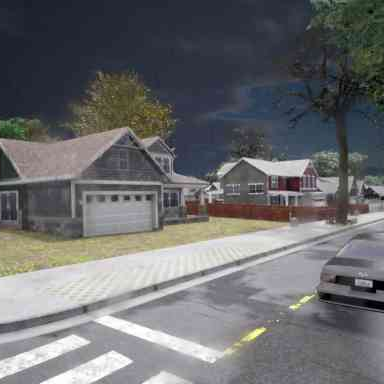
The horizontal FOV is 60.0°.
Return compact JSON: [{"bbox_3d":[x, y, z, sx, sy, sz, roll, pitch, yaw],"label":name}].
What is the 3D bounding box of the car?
[{"bbox_3d":[4.562,1.671,7.795,2.033,1.411,5.357,-2,-2,38],"label":"car"}]
